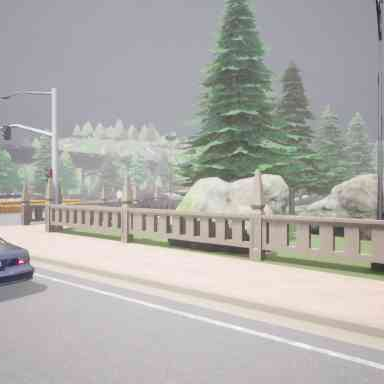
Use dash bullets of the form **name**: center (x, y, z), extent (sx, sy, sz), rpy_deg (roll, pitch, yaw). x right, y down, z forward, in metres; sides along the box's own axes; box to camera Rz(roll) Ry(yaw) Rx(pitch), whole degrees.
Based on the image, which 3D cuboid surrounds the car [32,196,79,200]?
- **car**: center (-18.327, 1.477, 44.801), extent (1.882, 1.535, 5.008), rpy_deg (0, 0, 36)

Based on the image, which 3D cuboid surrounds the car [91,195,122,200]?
- **car**: center (-12.979, 1.334, 52.247), extent (2.097, 1.767, 4.553), rpy_deg (0, 1, 36)

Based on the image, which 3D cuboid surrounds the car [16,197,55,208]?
- **car**: center (-23.355, 1.505, 49.795), extent (1.837, 1.490, 4.892), rpy_deg (0, 0, 36)

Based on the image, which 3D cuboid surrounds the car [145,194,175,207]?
- **car**: center (-4.933, 1.271, 51.140), extent (2.097, 1.767, 4.553), rpy_deg (0, 1, 36)

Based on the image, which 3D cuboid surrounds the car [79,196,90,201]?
- **car**: center (-18.465, 1.352, 50.602), extent (2.097, 1.767, 4.553), rpy_deg (0, 0, 35)

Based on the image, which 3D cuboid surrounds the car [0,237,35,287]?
- **car**: center (-6.069, 1.547, 8.293), extent (5.357, 1.411, 2.033), rpy_deg (0, 0, 36)

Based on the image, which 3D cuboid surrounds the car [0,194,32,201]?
- **car**: center (-24.134, 1.221, 42.727), extent (2.150, 2.045, 5.566), rpy_deg (0, 0, 36)

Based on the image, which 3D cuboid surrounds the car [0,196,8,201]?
- **car**: center (-23.884, 1.491, 37.092), extent (2.128, 1.511, 4.902), rpy_deg (0, 0, 36)

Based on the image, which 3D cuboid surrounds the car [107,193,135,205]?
- **car**: center (-12.560, 1.217, 58.839), extent (2.097, 1.767, 4.553), rpy_deg (0, 2, 36)

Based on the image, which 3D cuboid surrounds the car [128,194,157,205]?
- **car**: center (-8.601, 1.290, 58.345), extent (2.128, 1.511, 4.902), rpy_deg (0, 2, 36)

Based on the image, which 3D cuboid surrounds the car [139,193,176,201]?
- **car**: center (-4.393, 1.212, 45.868), extent (2.150, 2.045, 5.566), rpy_deg (0, 1, 36)

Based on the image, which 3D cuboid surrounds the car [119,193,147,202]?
- **car**: center (-11.651, 1.131, 66.059), extent (2.033, 1.411, 5.357), rpy_deg (0, 3, 36)
